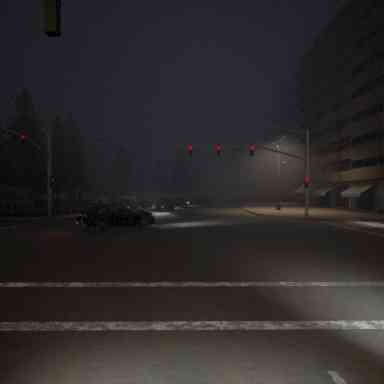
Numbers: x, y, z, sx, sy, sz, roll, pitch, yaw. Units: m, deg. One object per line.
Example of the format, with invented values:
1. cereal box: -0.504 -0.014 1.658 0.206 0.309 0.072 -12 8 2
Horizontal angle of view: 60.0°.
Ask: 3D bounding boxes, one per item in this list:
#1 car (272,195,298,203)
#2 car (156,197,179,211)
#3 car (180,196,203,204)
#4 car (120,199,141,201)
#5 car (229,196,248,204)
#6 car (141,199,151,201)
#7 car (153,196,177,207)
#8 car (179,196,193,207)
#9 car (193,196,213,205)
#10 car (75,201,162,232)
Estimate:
1. car: 18.506 1.478 67.505 5.008 1.535 1.882 0 0 -33
2. car: -3.217 1.491 40.587 2.128 1.511 4.902 0 0 4
3. car: -0.023 1.491 63.087 2.128 1.511 4.902 0 0 32
4. car: -6.952 1.526 35.004 1.812 1.442 4.674 0 0 2
5. car: 8.936 1.491 63.308 2.128 1.511 4.902 0 0 39
6. car: -6.407 1.601 44.083 1.895 1.301 4.718 0 0 6
7. car: -4.280 1.491 53.926 2.128 1.511 4.902 0 0 20
8. car: -1.902 1.547 50.317 2.033 1.411 5.357 0 0 15
9. car: 1.991 1.601 59.544 1.895 1.301 4.718 0 0 31
10. car: -4.644 1.524 20.442 4.902 1.511 2.128 0 0 -38
